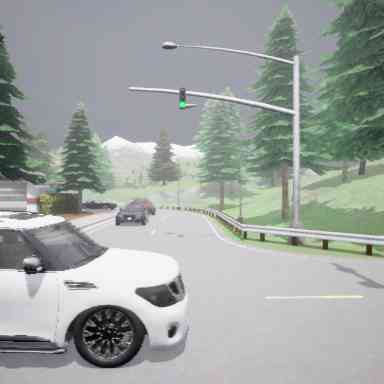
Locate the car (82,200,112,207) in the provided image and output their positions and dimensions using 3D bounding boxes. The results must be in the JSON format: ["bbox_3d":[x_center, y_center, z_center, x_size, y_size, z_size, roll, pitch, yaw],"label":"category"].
[{"bbox_3d":[-11.733,1.603,41.216,4.718,1.301,1.895,0,0,14],"label":"car"}]

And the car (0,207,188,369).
[{"bbox_3d":[-2.833,1.344,5.214,5.566,2.045,2.150,1,0,-2],"label":"car"}]

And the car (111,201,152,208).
[{"bbox_3d":[-4.188,1.562,23.746,1.994,1.385,4.181,0,0,-3],"label":"car"}]

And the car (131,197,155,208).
[{"bbox_3d":[-5.098,1.349,33.529,2.097,1.767,4.553,0,0,-20],"label":"car"}]
